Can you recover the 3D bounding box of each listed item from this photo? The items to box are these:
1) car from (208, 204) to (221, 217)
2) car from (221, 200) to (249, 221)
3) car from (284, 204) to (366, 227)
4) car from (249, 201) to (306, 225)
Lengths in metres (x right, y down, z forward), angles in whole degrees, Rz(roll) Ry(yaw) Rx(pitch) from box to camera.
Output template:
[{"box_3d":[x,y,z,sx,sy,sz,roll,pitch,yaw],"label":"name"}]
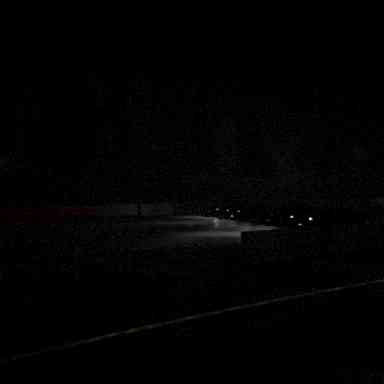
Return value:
[{"box_3d":[3.624,1.421,29.588,4.674,1.442,1.812,0,0,-27],"label":"car"},{"box_3d":[5.038,1.522,26.382,4.718,1.301,1.895,0,0,-27],"label":"car"},{"box_3d":[8.189,1.573,20.132,4.718,1.301,1.895,0,0,-27],"label":"car"},{"box_3d":[6.753,1.424,23.327,5.008,1.535,1.882,0,0,-27],"label":"car"}]
